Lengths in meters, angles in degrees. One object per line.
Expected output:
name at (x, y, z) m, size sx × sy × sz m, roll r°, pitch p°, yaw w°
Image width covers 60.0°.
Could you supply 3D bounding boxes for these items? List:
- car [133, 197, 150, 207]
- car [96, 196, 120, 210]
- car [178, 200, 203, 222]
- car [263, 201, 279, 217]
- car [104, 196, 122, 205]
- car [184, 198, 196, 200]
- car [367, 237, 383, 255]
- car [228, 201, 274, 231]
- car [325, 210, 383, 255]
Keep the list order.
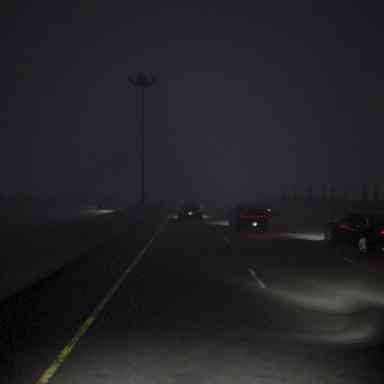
car at (-7.503, 1.474, 49.663) m, size 1.882 × 1.535 × 5.008 m, roll 0°, pitch 0°, yaw 0°
car at (-10.954, 1.564, 43.103) m, size 1.994 × 1.385 × 4.181 m, roll 0°, pitch 0°, yaw 0°
car at (-0.127, 1.560, 26.690) m, size 1.994 × 1.385 × 4.181 m, roll 0°, pitch 0°, yaw -1°
car at (6.829, 1.555, 31.530) m, size 1.994 × 1.385 × 4.181 m, roll 0°, pitch 0°, yaw -1°
car at (-14.562, 1.504, 61.268) m, size 2.128 × 1.511 × 4.902 m, roll 0°, pitch 0°, yaw 0°
car at (-0.275, 1.497, 42.934) m, size 2.163 × 1.488 × 4.792 m, roll 0°, pitch 0°, yaw -1°
car at (3.569, 1.475, 2.404) m, size 1.882 × 1.535 × 5.008 m, roll 0°, pitch 0°, yaw 0°
car at (3.428, 1.500, 20.655) m, size 1.837 × 1.490 × 4.892 m, roll 0°, pitch 0°, yaw -1°
car at (6.992, 1.499, 13.243) m, size 1.837 × 1.490 × 4.892 m, roll 0°, pitch 0°, yaw 0°
